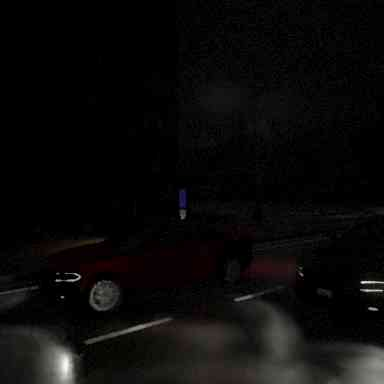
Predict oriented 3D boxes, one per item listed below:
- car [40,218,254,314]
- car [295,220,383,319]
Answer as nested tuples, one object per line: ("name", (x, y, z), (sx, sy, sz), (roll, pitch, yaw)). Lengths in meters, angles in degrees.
("car", (-0.789, 1.408, 7.671), (5.008, 1.535, 1.882), (-1, 1, -35))
("car", (4.231, 1.340, 6.915), (5.008, 1.535, 1.882), (-1, 1, -35))
